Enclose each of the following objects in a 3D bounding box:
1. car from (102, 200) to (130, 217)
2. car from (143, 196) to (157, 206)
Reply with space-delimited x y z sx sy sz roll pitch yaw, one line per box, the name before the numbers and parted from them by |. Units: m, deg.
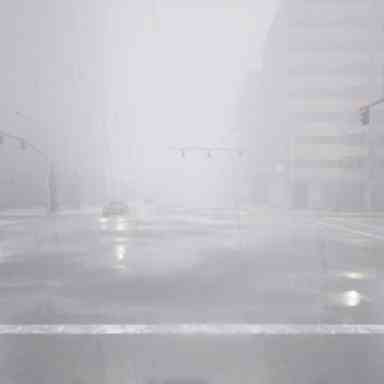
car | -6.995 1.506 31.067 1.837 1.490 4.892 0 0 0
car | -6.992 1.406 55.917 1.837 1.490 4.892 0 0 0
